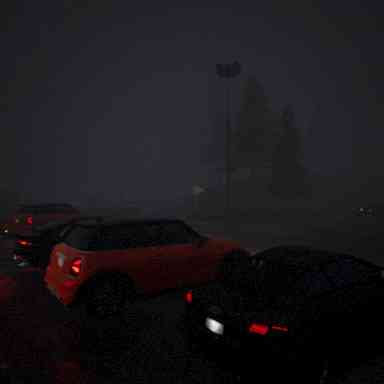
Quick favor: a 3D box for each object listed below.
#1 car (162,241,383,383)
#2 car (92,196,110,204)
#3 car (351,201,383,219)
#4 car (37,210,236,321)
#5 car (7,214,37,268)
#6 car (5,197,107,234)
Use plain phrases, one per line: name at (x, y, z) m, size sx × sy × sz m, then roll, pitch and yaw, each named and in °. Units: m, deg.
car at (1.895, 1.546, 5.098) m, size 4.181 × 1.385 × 1.994 m, roll 0°, pitch 0°, yaw -36°
car at (-16.142, 1.410, 56.135) m, size 4.902 × 1.511 × 2.128 m, roll 0°, pitch 0°, yaw 26°
car at (15.402, 1.431, 27.630) m, size 5.357 × 1.411 × 2.033 m, roll 0°, pitch 0°, yaw -35°
car at (-0.754, 1.336, 7.508) m, size 4.553 × 1.767 × 2.097 m, roll 0°, pitch 0°, yaw -36°
car at (-2.780, 1.489, 10.362) m, size 4.892 × 1.490 × 1.837 m, roll 0°, pitch 0°, yaw -36°
car at (-6.935, 1.334, 17.097) m, size 2.097 × 1.767 × 4.553 m, roll 0°, pitch 0°, yaw 30°
